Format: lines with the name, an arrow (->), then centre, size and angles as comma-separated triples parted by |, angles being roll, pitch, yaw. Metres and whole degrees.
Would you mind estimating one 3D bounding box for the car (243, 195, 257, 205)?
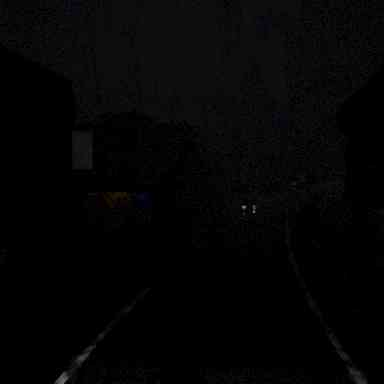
car -> 8.868, 1.203, 50.531 | 1.837, 1.490, 4.892 | 1, 0, 16
